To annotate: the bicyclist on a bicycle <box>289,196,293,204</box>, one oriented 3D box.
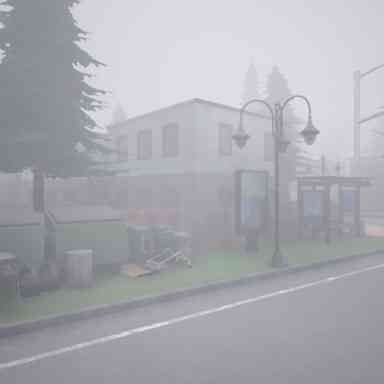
[{"bbox_3d":[10.687,1.282,36.345,0.582,1.620,1.656,0,0,44],"label":"bicyclist on a bicycle"}]
